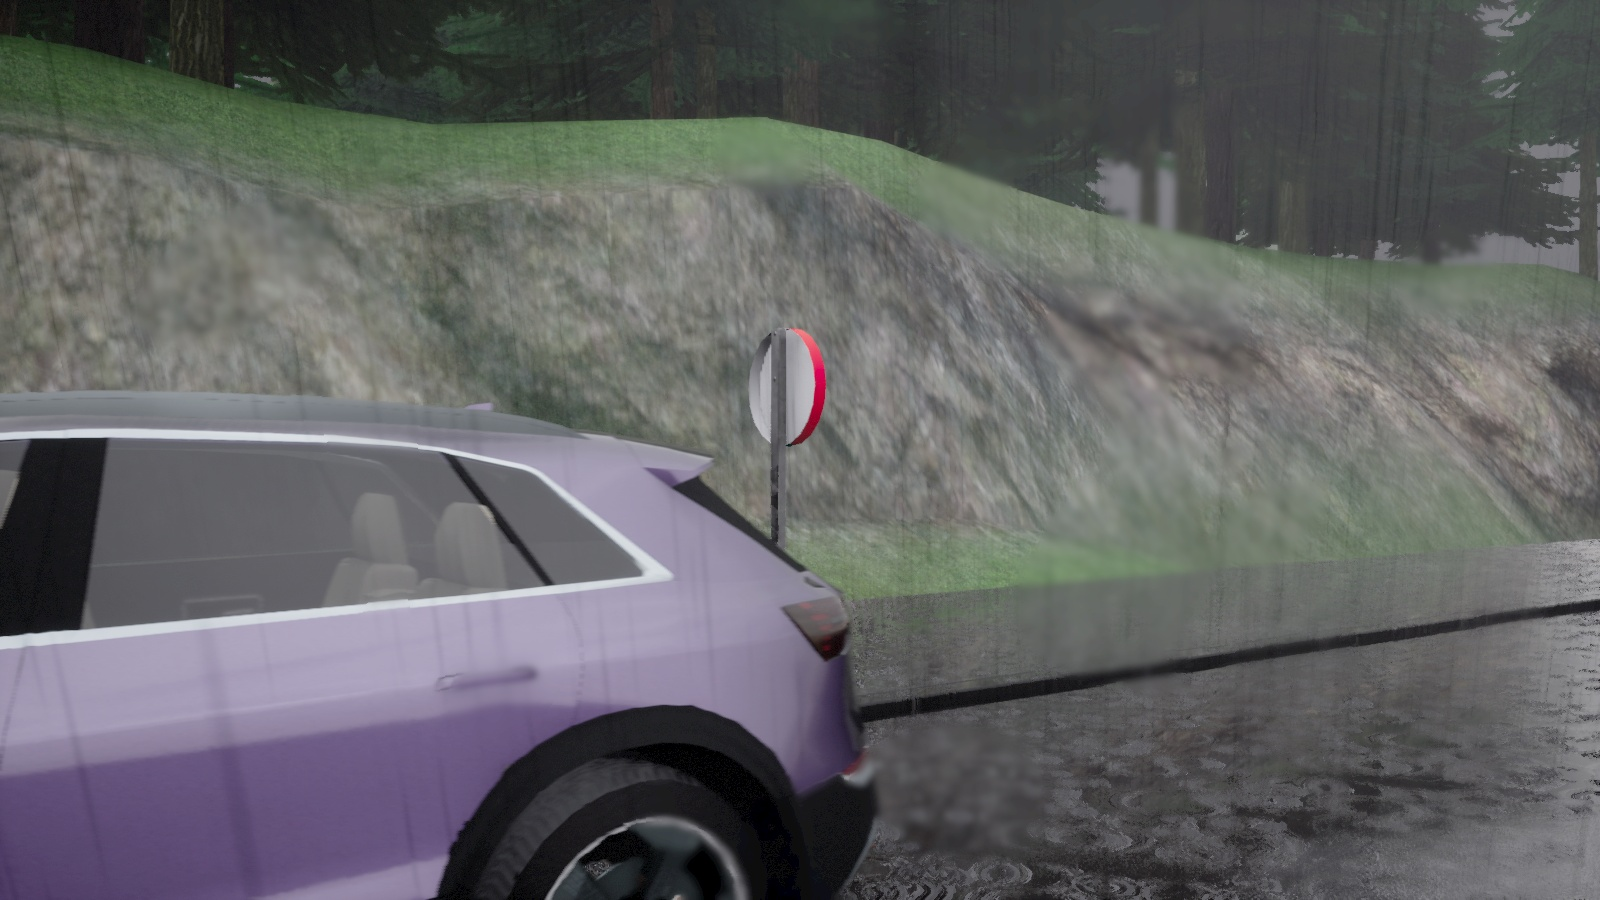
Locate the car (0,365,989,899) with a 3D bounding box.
[{"bbox_3d":[-2.063,0.686,2.835,4.856,1.649,2.033,0,0,-35],"label":"car"}]
